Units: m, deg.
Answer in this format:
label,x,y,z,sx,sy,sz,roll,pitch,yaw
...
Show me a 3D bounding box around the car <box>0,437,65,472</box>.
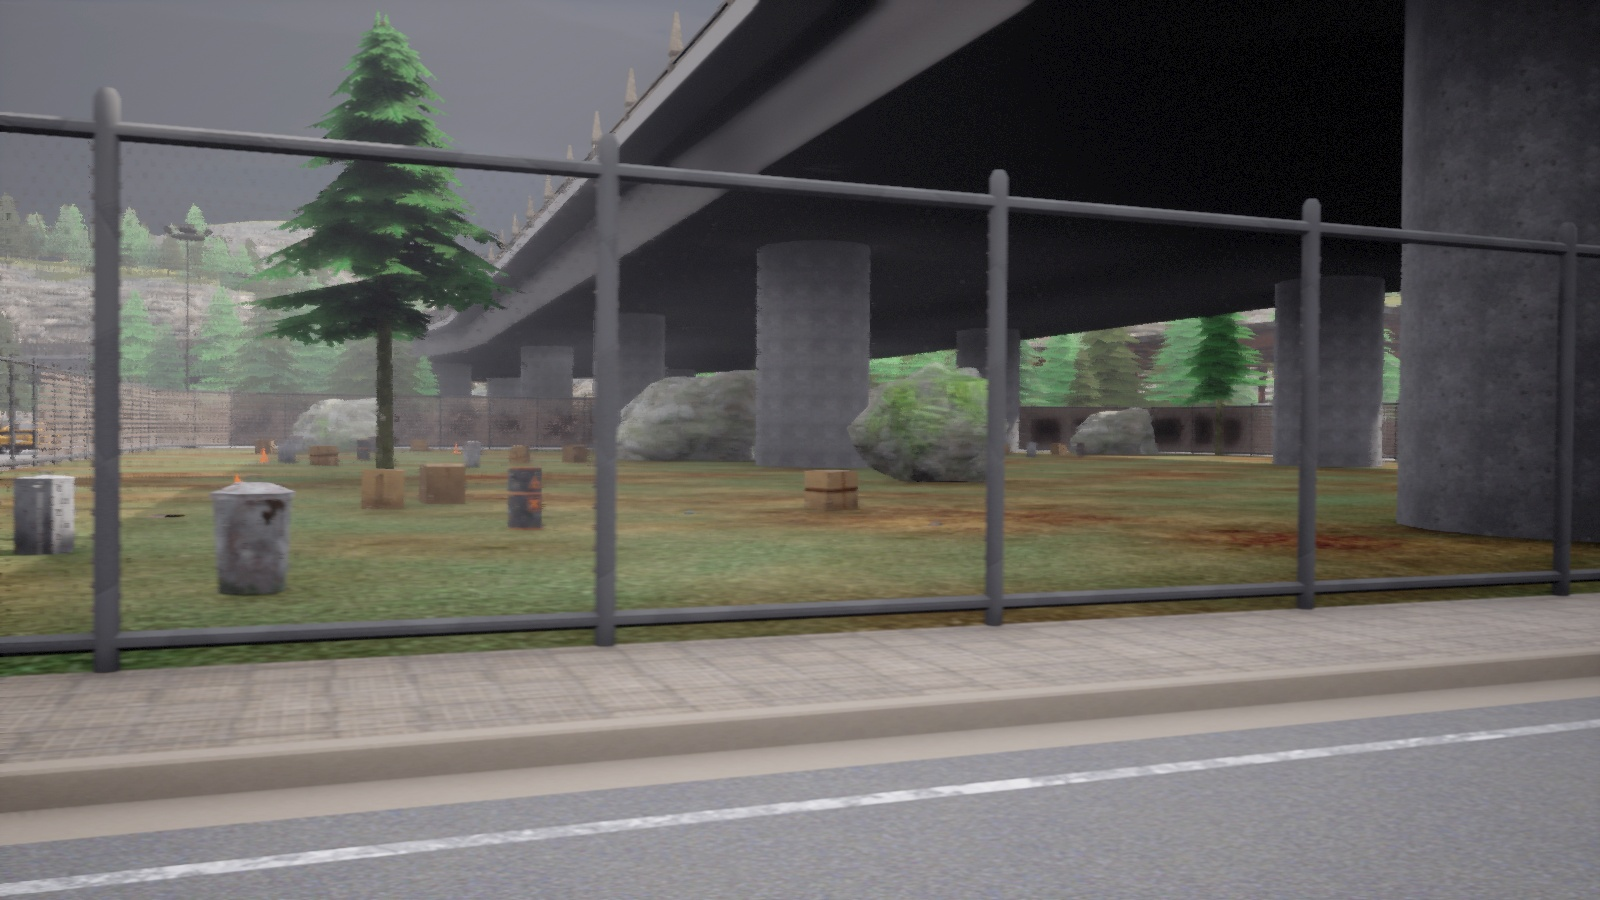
label,x,y,z,sx,sy,sz,roll,pitch,yaw
car,-36.085,0.170,58.962,1.882,1.535,5.008,-1,1,-21
